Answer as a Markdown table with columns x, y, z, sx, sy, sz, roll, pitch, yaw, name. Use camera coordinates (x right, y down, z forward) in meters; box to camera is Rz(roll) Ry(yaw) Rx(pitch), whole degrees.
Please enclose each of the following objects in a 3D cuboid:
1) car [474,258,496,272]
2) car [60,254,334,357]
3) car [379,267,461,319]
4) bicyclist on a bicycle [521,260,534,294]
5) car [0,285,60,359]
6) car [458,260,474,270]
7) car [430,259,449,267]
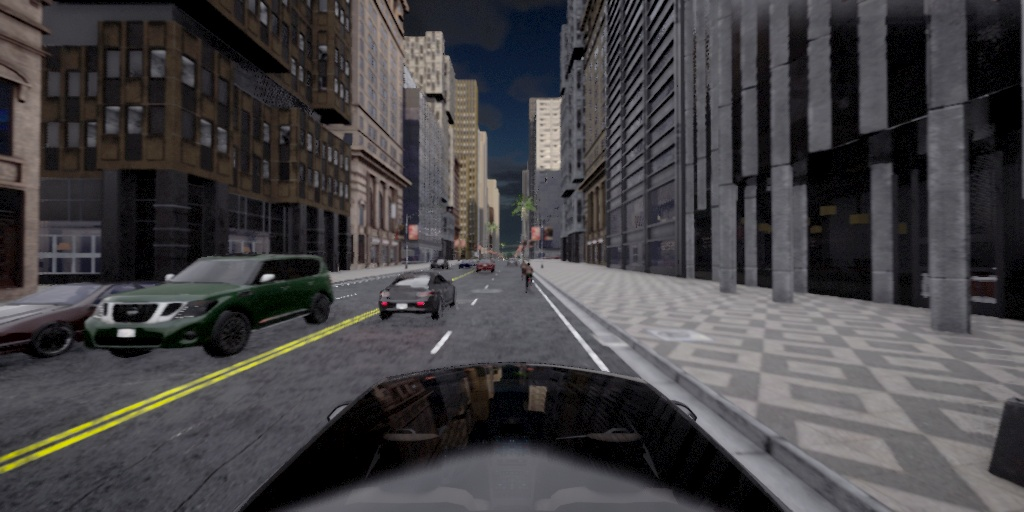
| x | y | z | sx | sy | sz | roll | pitch | yaw | name |
| --- | --- | --- | --- | --- | --- | --- | --- | --- | --- |
| -3.135 | 1.035 | 43.959 | 2.097 | 1.767 | 4.553 | 0 | 0 | 0 | car |
| -6.597 | 0.965 | 8.899 | 2.150 | 2.045 | 5.566 | 0 | 0 | 0 | car |
| -3.146 | 1.265 | 12.549 | 1.812 | 1.442 | 4.674 | 0 | 0 | 0 | car |
| 0.901 | 1.185 | 19.049 | 0.582 | 1.620 | 1.656 | 0 | 0 | 0 | bicyclist on a bicycle |
| -9.849 | 1.291 | 8.683 | 2.033 | 1.411 | 5.357 | 0 | 0 | 0 | car |
| -6.544 | 1.256 | 51.594 | 1.895 | 1.301 | 4.718 | 0 | 0 | 0 | car |
| -9.811 | 1.144 | 48.822 | 1.882 | 1.535 | 5.008 | 0 | 0 | 0 | car |
